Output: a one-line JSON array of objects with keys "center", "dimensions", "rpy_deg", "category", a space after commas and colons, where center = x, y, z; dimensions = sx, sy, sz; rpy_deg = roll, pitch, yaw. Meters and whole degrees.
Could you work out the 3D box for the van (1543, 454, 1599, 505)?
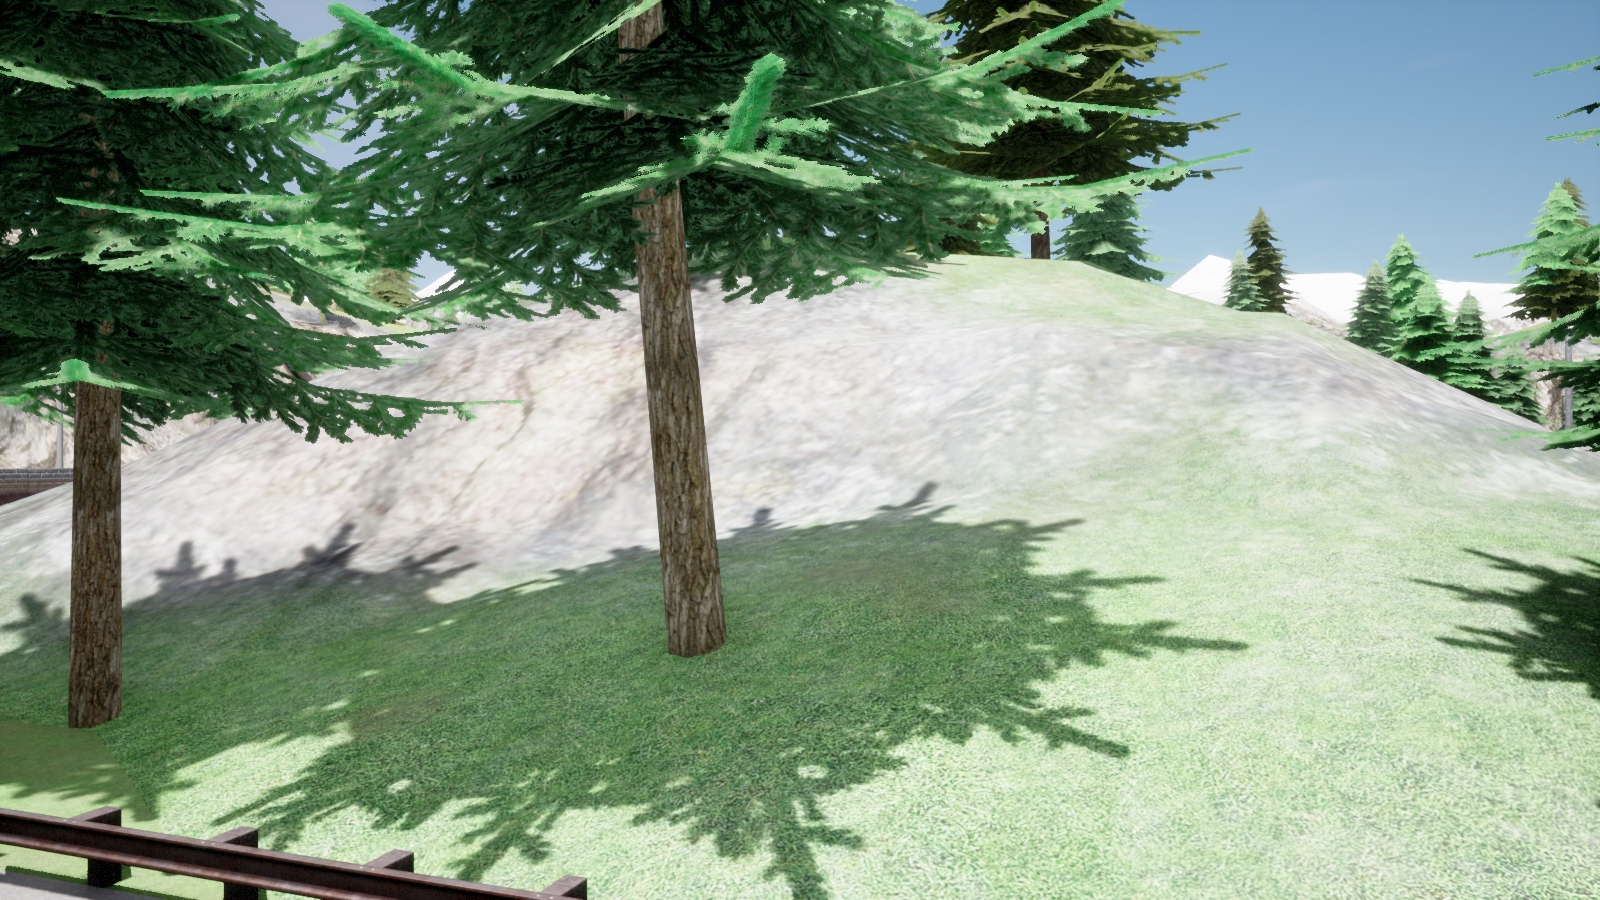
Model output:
[{"center": [41.536, 1.520, 60.872], "dimensions": [1.988, 2.561, 5.915], "rpy_deg": [0, 0, 20], "category": "van"}]
